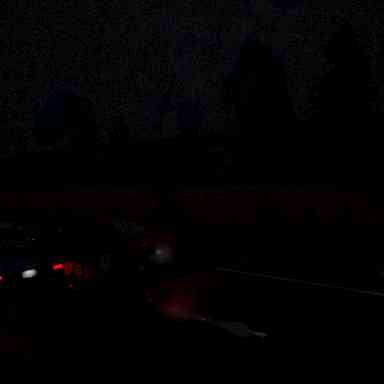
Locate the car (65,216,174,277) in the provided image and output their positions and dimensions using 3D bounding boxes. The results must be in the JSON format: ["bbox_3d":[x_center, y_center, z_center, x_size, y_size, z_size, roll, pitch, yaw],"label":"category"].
[{"bbox_3d":[-2.863,1.480,10.343,5.008,1.535,1.882,0,0,36],"label":"car"}]

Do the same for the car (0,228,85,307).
[{"bbox_3d":[-5.021,1.546,7.588,5.357,1.411,2.033,0,0,36],"label":"car"}]
